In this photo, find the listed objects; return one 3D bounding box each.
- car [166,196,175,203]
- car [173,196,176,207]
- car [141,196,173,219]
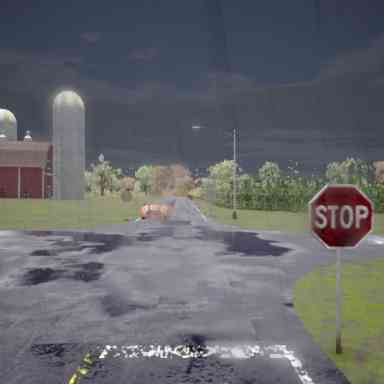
[{"bbox_3d":[-4.439,1.516,70.673,1.812,1.442,4.674,0,0,-2],"label":"car"},{"bbox_3d":[-3.616,1.472,49.707,1.882,1.535,5.008,0,0,-2],"label":"car"},{"bbox_3d":[-3.001,1.349,28.411,2.097,1.767,4.553,0,0,0],"label":"car"}]
